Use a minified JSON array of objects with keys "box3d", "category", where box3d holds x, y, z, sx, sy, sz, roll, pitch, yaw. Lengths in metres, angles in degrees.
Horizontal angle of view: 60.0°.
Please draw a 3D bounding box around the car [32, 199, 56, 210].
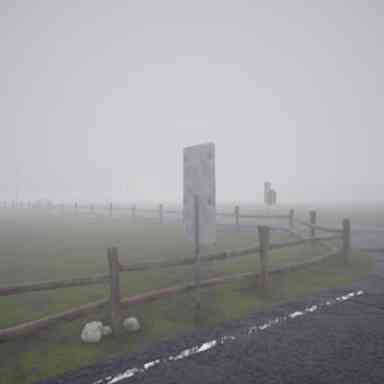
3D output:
[{"box3d":[-21.676,1.764,48.623,2.097,1.767,4.553,-1,0,-44],"category":"car"}]
